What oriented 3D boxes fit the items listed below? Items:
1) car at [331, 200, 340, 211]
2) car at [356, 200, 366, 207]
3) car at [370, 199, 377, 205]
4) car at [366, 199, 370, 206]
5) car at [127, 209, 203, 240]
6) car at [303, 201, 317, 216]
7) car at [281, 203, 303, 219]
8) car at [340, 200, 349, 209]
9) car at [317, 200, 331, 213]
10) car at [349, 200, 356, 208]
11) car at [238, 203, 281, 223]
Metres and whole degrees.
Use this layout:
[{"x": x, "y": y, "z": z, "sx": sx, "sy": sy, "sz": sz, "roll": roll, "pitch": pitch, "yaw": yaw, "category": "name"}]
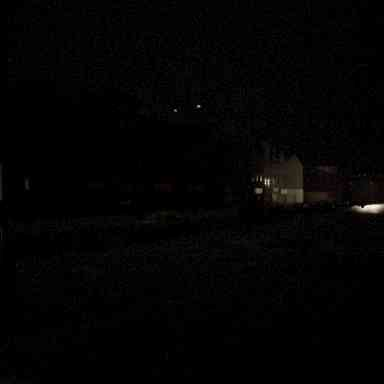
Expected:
[{"x": 18.180, "y": 1.773, "z": 44.885, "sx": 1.967, "sy": 1.590, "sz": 4.097, "roll": -1, "pitch": -1, "yaw": 35, "category": "car"}, {"x": 31.186, "y": 2.136, "z": 63.249, "sx": 2.008, "sy": 1.369, "sz": 4.403, "roll": -1, "pitch": -1, "yaw": 35, "category": "car"}, {"x": 44.188, "y": 2.449, "z": 81.610, "sx": 2.008, "sy": 1.369, "sz": 4.403, "roll": -2, "pitch": -2, "yaw": 35, "category": "car"}, {"x": 34.436, "y": 2.201, "z": 67.839, "sx": 1.887, "sy": 1.381, "sz": 4.507, "roll": -1, "pitch": -2, "yaw": 35, "category": "car"}, {"x": -1.227, "y": 1.588, "z": 17.476, "sx": 1.752, "sy": 1.417, "sz": 4.829, "roll": -1, "pitch": -1, "yaw": 35, "category": "car"}, {"x": 11.679, "y": 1.810, "z": 35.701, "sx": 1.802, "sy": 1.307, "sz": 4.206, "roll": -1, "pitch": -1, "yaw": 35, "category": "car"}, {"x": 8.428, "y": 1.732, "z": 31.110, "sx": 2.008, "sy": 1.369, "sz": 4.403, "roll": -1, "pitch": -1, "yaw": 35, "category": "car"}, {"x": 21.432, "y": 1.941, "z": 49.475, "sx": 2.008, "sy": 1.369, "sz": 4.403, "roll": -1, "pitch": -1, "yaw": 35, "category": "car"}, {"x": 14.930, "y": 1.823, "z": 40.293, "sx": 1.887, "sy": 1.381, "sz": 4.507, "roll": -1, "pitch": -1, "yaw": 35, "category": "car"}, {"x": 24.683, "y": 2.002, "z": 54.066, "sx": 2.008, "sy": 1.369, "sz": 4.403, "roll": -1, "pitch": -1, "yaw": 35, "category": "car"}, {"x": 5.177, "y": 1.704, "z": 26.519, "sx": 1.947, "sy": 1.339, "sz": 4.313, "roll": -1, "pitch": -1, "yaw": 35, "category": "car"}]
